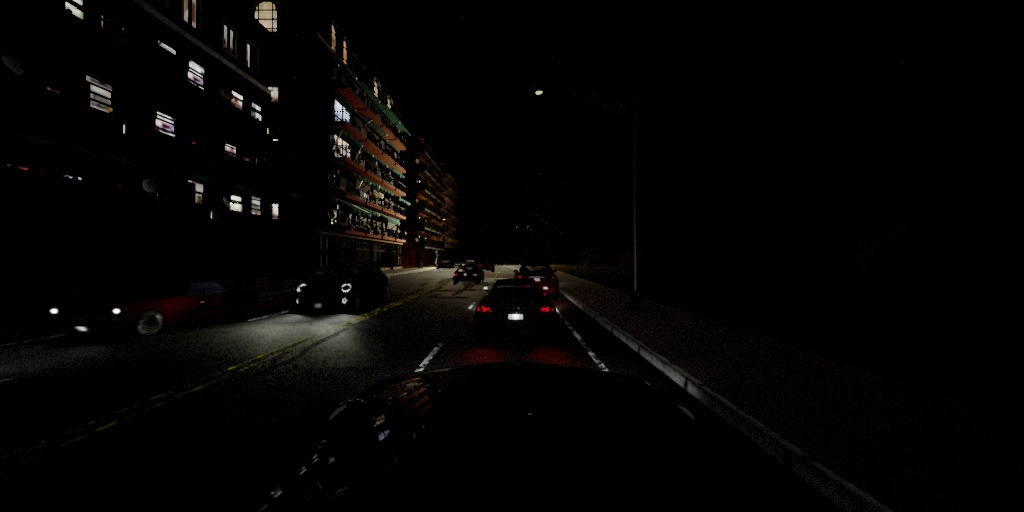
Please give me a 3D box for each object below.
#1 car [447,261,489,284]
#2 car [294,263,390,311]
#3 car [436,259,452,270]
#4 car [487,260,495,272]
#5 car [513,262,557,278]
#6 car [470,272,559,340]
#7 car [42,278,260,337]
[{"bbox_3d":[-3.132,1.300,26.576,2.033,1.411,5.357,0,0,0],"label":"car"},{"bbox_3d":[-6.592,1.104,14.439,2.097,1.767,4.553,0,0,0],"label":"car"},{"bbox_3d":[-9.808,1.228,52.865,1.882,1.535,5.008,0,0,0],"label":"car"},{"bbox_3d":[-3.122,1.277,44.783,1.812,1.442,4.674,0,0,0],"label":"car"},{"bbox_3d":[1.148,1.103,18.524,2.097,1.767,4.553,0,0,0],"label":"car"},{"bbox_3d":[0.100,1.315,9.944,1.994,1.385,4.181,0,0,0],"label":"car"},{"bbox_3d":[-9.845,1.352,10.413,1.895,1.301,4.718,0,0,0],"label":"car"}]
